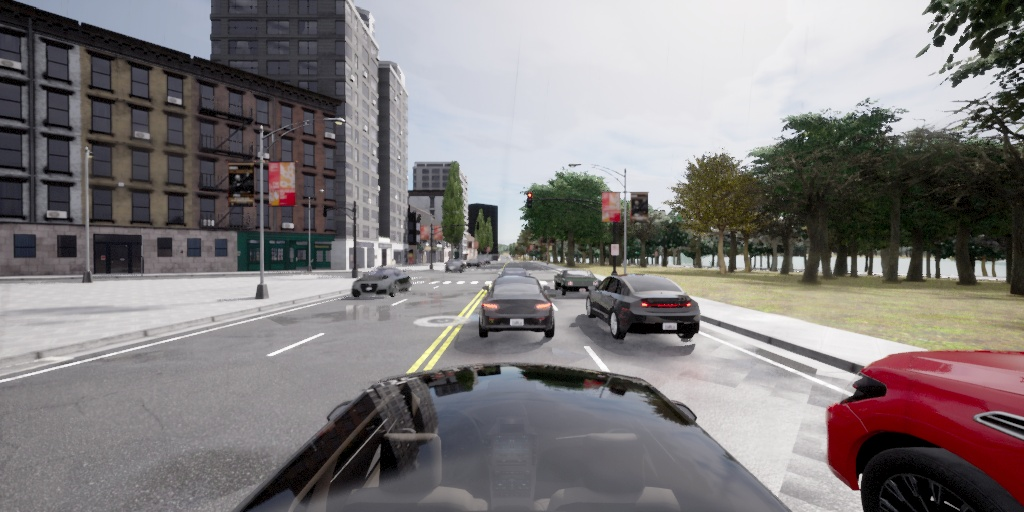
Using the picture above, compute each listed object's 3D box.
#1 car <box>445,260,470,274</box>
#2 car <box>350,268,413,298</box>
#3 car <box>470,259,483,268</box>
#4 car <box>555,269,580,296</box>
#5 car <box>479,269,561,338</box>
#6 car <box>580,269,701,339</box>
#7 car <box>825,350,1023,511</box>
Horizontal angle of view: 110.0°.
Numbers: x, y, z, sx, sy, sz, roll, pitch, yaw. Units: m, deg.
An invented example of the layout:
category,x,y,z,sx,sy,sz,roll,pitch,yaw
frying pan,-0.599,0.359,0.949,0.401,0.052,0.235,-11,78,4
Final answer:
category,x,y,z,sx,sy,sz,roll,pitch,yaw
car,-6.497,1.189,41.314,2.128,1.511,4.902,1,-1,0
car,-6.563,1.310,18.449,1.994,1.385,4.181,0,0,0
car,-6.451,1.209,60.271,1.882,1.535,5.008,0,0,0
car,3.389,1.347,19.365,1.895,1.301,4.718,0,0,0
car,0.121,1.274,10.091,1.812,1.442,4.674,0,0,0
car,3.367,1.253,10.052,1.837,1.490,4.892,0,0,0
car,3.347,0.972,0.189,2.150,2.045,5.566,0,0,0
